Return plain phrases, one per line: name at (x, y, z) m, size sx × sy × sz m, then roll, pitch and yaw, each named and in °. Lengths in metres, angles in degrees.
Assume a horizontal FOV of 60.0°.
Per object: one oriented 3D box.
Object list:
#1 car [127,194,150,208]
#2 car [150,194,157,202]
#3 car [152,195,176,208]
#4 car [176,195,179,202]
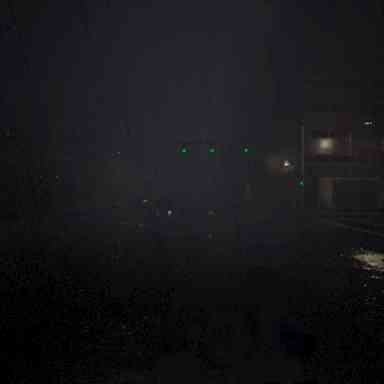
car at (-6.884, 1.200, 41.949) m, size 1.837 × 1.490 × 4.892 m, roll 0°, pitch 0°, yaw 0°
car at (-6.773, 1.055, 57.811) m, size 1.882 × 1.535 × 5.008 m, roll 0°, pitch 0°, yaw 1°
car at (-3.389, 1.295, 41.444) m, size 1.895 × 1.301 × 4.718 m, roll 0°, pitch 0°, yaw 0°
car at (-3.258, 1.167, 58.669) m, size 1.895 × 1.301 × 4.718 m, roll 0°, pitch 0°, yaw 1°
